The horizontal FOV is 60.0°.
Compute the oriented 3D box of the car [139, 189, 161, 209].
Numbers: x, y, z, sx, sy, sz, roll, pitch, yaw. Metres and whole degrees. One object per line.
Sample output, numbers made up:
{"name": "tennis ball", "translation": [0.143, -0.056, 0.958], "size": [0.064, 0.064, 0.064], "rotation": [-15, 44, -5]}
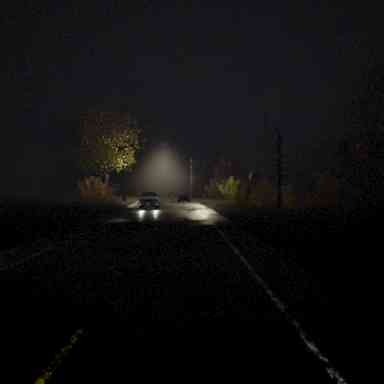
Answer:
{"name": "car", "translation": [-4.870, 0.885, 38.488], "size": [2.150, 2.045, 5.566], "rotation": [0, 0, -4]}

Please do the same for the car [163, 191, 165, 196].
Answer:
{"name": "car", "translation": [-6.973, 0.382, 92.806], "size": [1.837, 1.490, 4.892], "rotation": [0, 1, -9]}

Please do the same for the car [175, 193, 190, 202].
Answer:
{"name": "car", "translation": [-1.395, 0.995, 56.403], "size": [1.812, 1.442, 4.674], "rotation": [0, 1, -5]}

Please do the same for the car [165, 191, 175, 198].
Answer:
{"name": "car", "translation": [-4.552, 0.643, 74.893], "size": [1.812, 1.442, 4.674], "rotation": [0, 1, -7]}

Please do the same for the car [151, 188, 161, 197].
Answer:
{"name": "car", "translation": [-8.589, 0.053, 78.697], "size": [2.150, 2.045, 5.566], "rotation": [0, 1, -7]}
